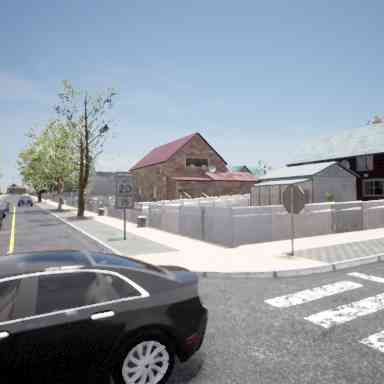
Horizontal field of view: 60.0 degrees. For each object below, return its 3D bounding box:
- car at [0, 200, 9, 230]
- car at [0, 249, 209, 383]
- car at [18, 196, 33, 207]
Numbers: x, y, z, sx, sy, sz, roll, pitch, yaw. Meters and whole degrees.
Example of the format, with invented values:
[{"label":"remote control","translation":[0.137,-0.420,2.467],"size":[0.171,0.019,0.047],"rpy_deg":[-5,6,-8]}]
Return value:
[{"label":"car","translation":[-12.743,1.498,20.587],"size":[2.128,1.511,4.902],"rpy_deg":[0,0,-28]},{"label":"car","translation":[-2.148,1.510,3.769],"size":[4.892,1.490,1.837],"rpy_deg":[0,0,-28]},{"label":"car","translation":[-26.594,1.361,53.049],"size":[2.097,1.767,4.553],"rpy_deg":[0,0,-27]}]
